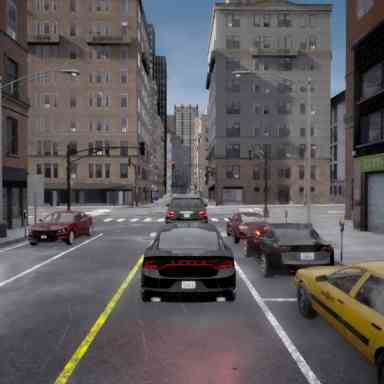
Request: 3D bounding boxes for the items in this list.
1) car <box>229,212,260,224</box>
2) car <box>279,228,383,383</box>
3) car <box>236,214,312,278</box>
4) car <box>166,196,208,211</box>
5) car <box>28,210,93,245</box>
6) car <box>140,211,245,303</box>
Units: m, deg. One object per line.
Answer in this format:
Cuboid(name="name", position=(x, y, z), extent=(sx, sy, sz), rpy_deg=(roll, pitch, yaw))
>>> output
Cuboid(name="car", position=(2.625, 1.576, 15.582), extent=(1.802, 1.307, 4.206), rpy_deg=(-1, 0, -1))
Cuboid(name="car", position=(2.801, 1.524, 4.581), extent=(1.752, 1.417, 4.829), rpy_deg=(-1, 0, -1))
Cuboid(name="car", position=(2.715, 1.563, 9.997), extent=(1.947, 1.339, 4.313), rpy_deg=(-1, 0, -1))
Cuboid(name="car", position=(-0.291, 1.215, 18.434), extent=(2.150, 2.045, 5.566), rpy_deg=(0, 0, -1))
Cuboid(name="car", position=(-5.919, 1.539, 15.442), extent=(1.887, 1.381, 4.507), rpy_deg=(-1, 0, -1))
Cuboid(name="car", position=(-0.083, 1.475, 8.304), extent=(1.882, 1.535, 5.008), rpy_deg=(0, 0, -1))
